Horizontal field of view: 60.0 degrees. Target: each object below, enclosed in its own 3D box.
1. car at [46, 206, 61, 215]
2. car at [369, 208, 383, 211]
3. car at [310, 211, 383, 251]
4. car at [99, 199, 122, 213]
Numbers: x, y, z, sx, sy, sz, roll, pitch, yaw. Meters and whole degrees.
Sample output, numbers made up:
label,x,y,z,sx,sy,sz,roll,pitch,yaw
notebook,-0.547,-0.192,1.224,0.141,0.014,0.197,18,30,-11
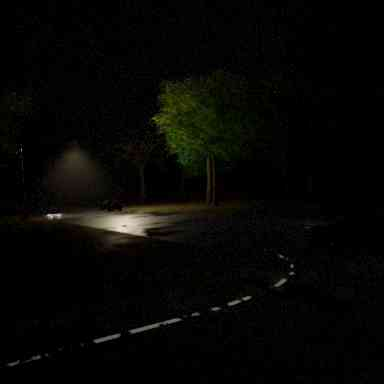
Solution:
label,x,y,z,sx,sy,sz,roll,pitch,yaw
car,-23.976,3.104,57.488,1.994,1.385,4.181,-4,1,-32
car,11.928,1.356,18.889,2.128,1.511,4.902,-4,0,-36
car,7.411,1.614,13.183,2.033,1.411,5.357,-3,-2,-36
car,-13.225,2.191,53.829,2.150,2.045,5.566,-4,1,-36
